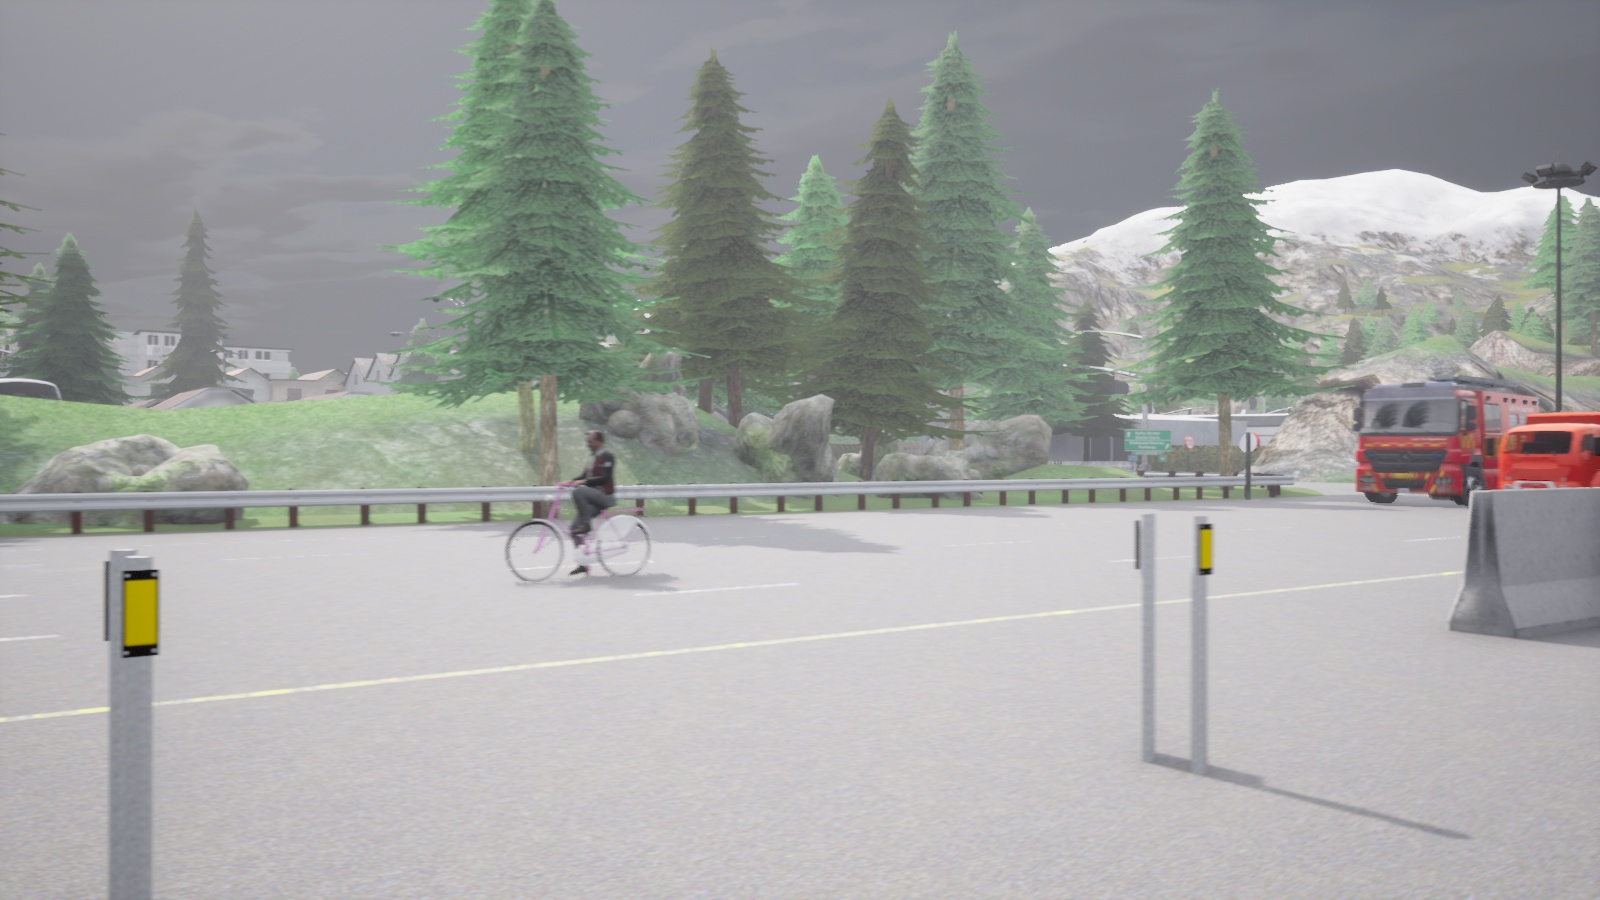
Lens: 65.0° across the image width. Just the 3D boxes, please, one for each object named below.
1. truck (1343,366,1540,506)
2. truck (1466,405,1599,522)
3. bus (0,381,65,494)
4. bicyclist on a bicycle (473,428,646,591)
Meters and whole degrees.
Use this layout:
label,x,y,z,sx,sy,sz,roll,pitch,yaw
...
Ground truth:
label,x,y,z,sx,sy,sz,roll,pitch,yaw
truck,19.747,-0.368,38.338,8.468,3.827,2.891,0,0,-45
truck,18.068,0.294,29.028,5.204,2.467,2.627,0,0,-35
bus,-34.624,-0.457,49.393,10.273,4.253,3.944,0,1,17
bicyclist on a bicycle,-2.766,0.656,14.527,1.843,1.776,0.659,0,0,-35
